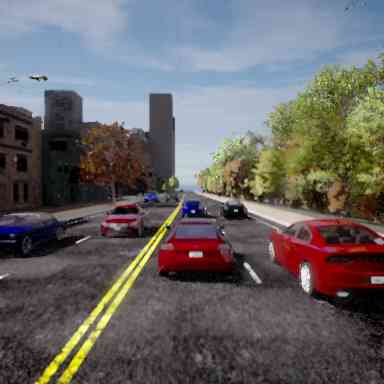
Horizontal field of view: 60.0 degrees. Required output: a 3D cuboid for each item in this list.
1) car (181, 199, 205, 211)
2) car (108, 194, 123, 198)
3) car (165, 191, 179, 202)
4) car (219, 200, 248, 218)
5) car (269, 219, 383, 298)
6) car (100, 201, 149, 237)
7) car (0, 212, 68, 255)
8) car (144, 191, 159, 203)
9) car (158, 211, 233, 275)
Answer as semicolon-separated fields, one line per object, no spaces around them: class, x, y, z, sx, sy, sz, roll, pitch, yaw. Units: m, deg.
car;0.096;1.313;27.741;1.812;1.442;4.674;0;0;0
car;-20.705;1.141;89.562;4.313;1.339;1.947;-1;2;-1
car;-3.534;0.770;59.654;2.150;2.045;5.566;0;0;0
car;3.346;1.355;27.239;1.994;1.385;4.181;0;0;0
car;3.336;1.412;8.447;1.882;1.535;5.008;0;0;0
car;-3.353;1.393;17.322;1.812;1.442;4.674;0;0;0
car;-6.603;1.501;13.051;1.895;1.301;4.718;0;0;0
car;-6.734;0.789;55.983;2.150;2.045;5.566;0;1;0
car;0.098;1.485;10.160;1.994;1.385;4.181;0;0;0
